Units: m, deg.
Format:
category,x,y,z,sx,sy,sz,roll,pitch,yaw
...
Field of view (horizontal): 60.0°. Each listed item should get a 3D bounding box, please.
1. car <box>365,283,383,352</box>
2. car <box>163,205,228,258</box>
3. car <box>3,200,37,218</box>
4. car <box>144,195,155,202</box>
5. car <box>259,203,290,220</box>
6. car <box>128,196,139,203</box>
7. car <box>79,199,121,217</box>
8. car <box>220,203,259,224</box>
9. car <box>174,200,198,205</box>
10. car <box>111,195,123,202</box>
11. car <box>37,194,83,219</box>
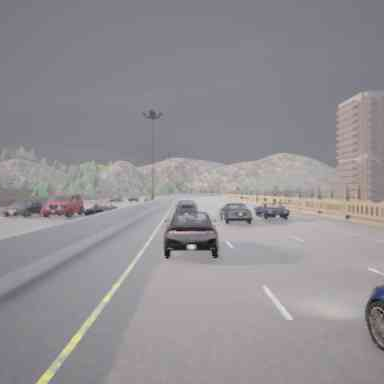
category,x,y,z,sx,sy,sz,roll,pitch,yaw
car,3.547,1.522,3.141,1.812,1.442,4.674,0,0,0
car,-0.064,1.479,12.709,2.128,1.511,4.902,0,0,-1
car,-14.702,1.460,29.411,2.128,1.511,4.902,0,0,-2
car,-8.740,1.450,68.690,1.812,1.442,4.674,0,0,-2
car,6.544,1.571,27.866,1.895,1.301,4.718,0,0,-2
car,-12.274,1.519,69.811,1.895,1.301,4.718,0,0,-2
car,-7.665,1.570,28.145,1.895,1.301,4.718,0,0,-2
car,3.137,1.521,24.514,2.033,1.411,5.357,0,0,-2
car,-0.504,1.473,29.414,1.837,1.490,4.892,0,0,-2
car,-15.773,1.402,69.739,1.882,1.535,5.008,0,0,-2
car,-11.202,1.190,29.358,2.150,2.045,5.566,0,0,-2
